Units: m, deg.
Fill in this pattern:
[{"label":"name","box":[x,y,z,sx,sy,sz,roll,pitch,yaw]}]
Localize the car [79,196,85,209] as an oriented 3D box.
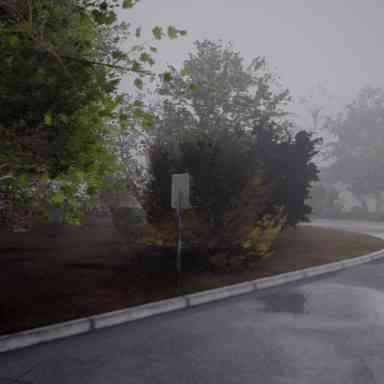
[{"label":"car","box":[-15.333,1.572,42.968,2.435,2.045,5.566,0,-1,-37]}]
